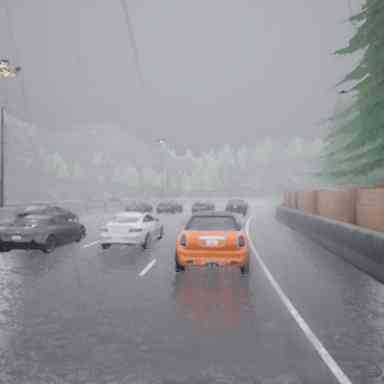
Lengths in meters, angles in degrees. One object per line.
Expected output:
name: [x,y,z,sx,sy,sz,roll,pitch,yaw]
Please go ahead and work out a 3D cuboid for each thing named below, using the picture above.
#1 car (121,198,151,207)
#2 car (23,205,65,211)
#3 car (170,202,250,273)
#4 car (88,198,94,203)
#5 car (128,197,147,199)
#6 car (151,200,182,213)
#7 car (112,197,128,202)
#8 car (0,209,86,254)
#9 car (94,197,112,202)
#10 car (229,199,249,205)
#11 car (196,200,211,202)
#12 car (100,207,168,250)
car: [-5.715,1.692,36.173,1.994,1.385,4.181,0,0,14]
car: [-8.785,1.566,20.464,1.837,1.490,4.892,0,0,8]
car: [0.715,1.397,11.098,2.097,1.767,4.553,0,0,5]
car: [-18.343,1.693,65.454,1.882,1.535,5.008,0,0,22]
car: [-9.111,1.719,60.310,1.837,1.490,4.892,0,0,22]
car: [-2.282,1.625,35.493,2.128,1.511,4.902,0,0,14]
car: [-12.299,1.739,61.731,1.812,1.442,4.674,0,0,22]
car: [-6.061,1.605,13.855,1.994,1.385,4.181,0,0,5]
car: [-15.669,1.714,62.724,1.837,1.490,4.892,0,0,22]
car: [4.812,1.498,35.009,2.097,1.767,4.553,0,0,14]
car: [1.286,1.631,35.365,2.128,1.511,4.902,0,0,14]
car: [-2.491,1.577,14.469,1.812,1.442,4.674,0,0,6]
